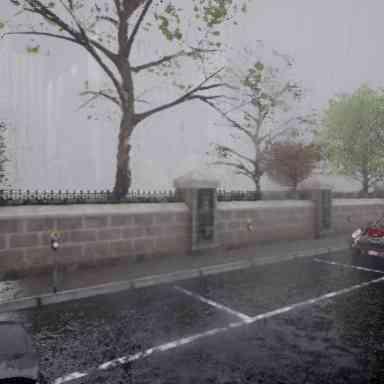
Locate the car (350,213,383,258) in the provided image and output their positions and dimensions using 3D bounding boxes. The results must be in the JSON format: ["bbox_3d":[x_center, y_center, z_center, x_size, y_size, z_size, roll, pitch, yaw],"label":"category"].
[{"bbox_3d":[7.445,1.439,11.863,4.097,1.590,1.967,0,0,-35],"label":"car"}]

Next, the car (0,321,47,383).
[{"bbox_3d":[-3.103,1.493,1.153,4.902,1.511,2.128,0,0,-35],"label":"car"}]
